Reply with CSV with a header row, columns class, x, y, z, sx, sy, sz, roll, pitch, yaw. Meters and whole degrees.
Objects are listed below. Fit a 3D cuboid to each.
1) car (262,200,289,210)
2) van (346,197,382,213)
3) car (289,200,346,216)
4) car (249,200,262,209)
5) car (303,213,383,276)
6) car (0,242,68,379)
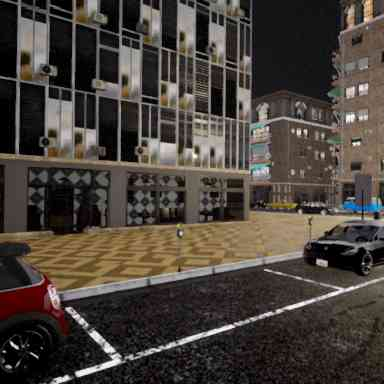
class,x,y,z,sx,sy,sz,roll,pitch,yaw
car,12.634,1.779,46.651,1.752,1.417,4.829,0,-1,-35
van,19.061,1.517,37.396,1.690,1.788,3.998,0,-1,-35
car,12.174,1.614,32.619,2.008,1.369,4.403,0,-1,-35
car,9.567,1.856,51.070,1.947,1.339,4.313,0,-1,-35
car,5.327,1.565,10.346,4.313,1.339,1.947,0,1,-35
car,-3.751,1.440,3.873,4.097,1.590,1.967,0,1,-35
